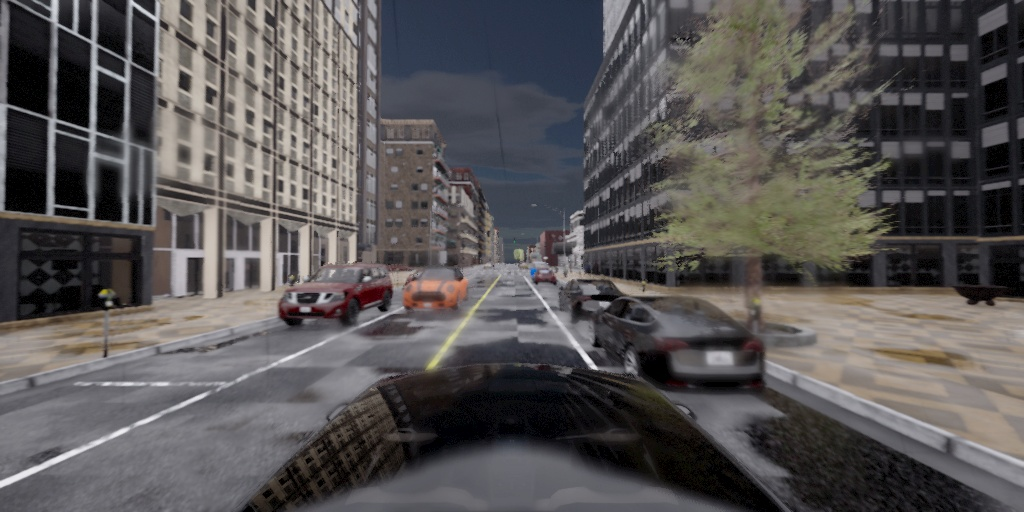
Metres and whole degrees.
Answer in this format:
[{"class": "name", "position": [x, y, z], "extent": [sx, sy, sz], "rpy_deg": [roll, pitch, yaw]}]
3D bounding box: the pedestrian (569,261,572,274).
[{"class": "pedestrian", "position": [8.127, 1.555, 49.807], "extent": [0.375, 1.860, 0.375], "rpy_deg": [0, -1, 0]}]

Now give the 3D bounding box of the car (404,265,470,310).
[{"class": "car", "position": [-3.101, 1.257, 15.507], "extent": [2.097, 1.767, 4.553], "rpy_deg": [0, -1, 0]}]

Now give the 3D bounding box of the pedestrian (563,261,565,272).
[{"class": "pedestrian", "position": [7.127, 1.579, 49.206], "extent": [0.375, 1.860, 0.375], "rpy_deg": [0, -1, 0]}]

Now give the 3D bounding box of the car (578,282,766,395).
[{"class": "car", "position": [2.657, 1.371, 6.661], "extent": [1.948, 1.339, 4.313], "rpy_deg": [0, 0, 0]}]

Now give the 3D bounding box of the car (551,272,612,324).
[{"class": "car", "position": [2.656, 1.435, 12.350], "extent": [1.948, 1.339, 4.313], "rpy_deg": [0, 0, 0]}]

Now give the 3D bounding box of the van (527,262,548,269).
[{"class": "van", "position": [2.652, 1.473, 35.105], "extent": [1.690, 1.789, 3.998], "rpy_deg": [0, 0, 0]}]

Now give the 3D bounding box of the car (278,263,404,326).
[{"class": "car", "position": [-5.691, 1.184, 12.375], "extent": [2.192, 1.841, 5.009], "rpy_deg": [0, 0, 0]}]

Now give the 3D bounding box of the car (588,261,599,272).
[{"class": "car", "position": [14.910, 1.731, 55.989], "extent": [5.009, 1.841, 2.192], "rpy_deg": [0, 0, 0]}]

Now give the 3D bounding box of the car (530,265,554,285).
[{"class": "car", "position": [2.653, 1.648, 29.416], "extent": [1.802, 1.307, 4.207], "rpy_deg": [0, 0, 0]}]
